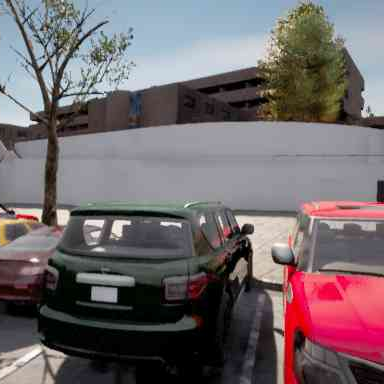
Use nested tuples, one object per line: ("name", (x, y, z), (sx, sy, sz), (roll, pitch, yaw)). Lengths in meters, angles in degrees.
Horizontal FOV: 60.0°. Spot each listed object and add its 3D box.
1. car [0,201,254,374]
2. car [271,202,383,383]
("car", (-0.187, 1.182, 5.955), (2.435, 2.045, 5.566), (0, -1, 15))
("car", (2.262, 1.180, 4.159), (2.435, 2.045, 5.566), (1, -1, 15))
